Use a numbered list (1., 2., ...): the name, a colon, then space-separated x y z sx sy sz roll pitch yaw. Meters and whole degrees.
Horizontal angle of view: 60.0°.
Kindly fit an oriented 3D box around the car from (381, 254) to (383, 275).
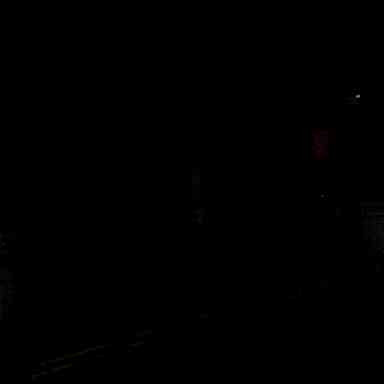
1. car: 6.398 1.414 8.012 4.181 1.385 1.994 -1 1 -35
